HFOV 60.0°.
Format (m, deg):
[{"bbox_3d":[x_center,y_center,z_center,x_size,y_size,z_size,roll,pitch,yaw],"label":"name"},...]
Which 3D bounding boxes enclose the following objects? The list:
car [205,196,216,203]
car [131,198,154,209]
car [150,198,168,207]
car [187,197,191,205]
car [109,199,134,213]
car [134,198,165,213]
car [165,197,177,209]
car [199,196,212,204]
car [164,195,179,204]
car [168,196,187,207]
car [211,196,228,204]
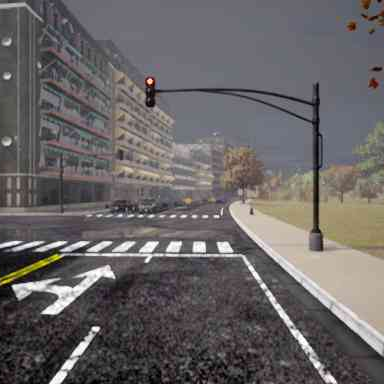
[{"bbox_3d":[4.351,1.749,79.433,1.882,1.535,5.008,0,0,12],"label":"car"},{"bbox_3d":[-7.035,1.684,48.187,2.033,1.411,5.357,0,0,6],"label":"car"},{"bbox_3d":[-5.726,1.733,58.259,2.033,1.411,5.357,0,0,8],"label":"car"},{"bbox_3d":[-1.344,1.706,65.680,1.882,1.535,5.008,0,0,9],"label":"car"},{"bbox_3d":[-8.029,1.595,38.491,1.837,1.490,4.892,0,0,5],"label":"car"},{"bbox_3d":[-4.785,1.442,38.266,2.097,1.767,4.553,0,0,5],"label":"car"},{"bbox_3d":[-3.882,1.733,47.212,1.895,1.301,4.718,0,0,7],"label":"car"},{"bbox_3d":[2.523,1.745,69.234,2.128,1.511,4.902,0,0,10],"label":"car"},{"bbox_3d":[-4.196,1.595,68.392,2.097,1.767,4.553,0,0,9],"label":"car"},{"bbox_3d":[-2.658,1.727,56.786,2.033,1.411,5.357,0,0,8],"label":"car"},{"bbox_3d":[5.737,1.800,68.743,2.033,1.411,5.357,0,0,10],"label":"car"}]
